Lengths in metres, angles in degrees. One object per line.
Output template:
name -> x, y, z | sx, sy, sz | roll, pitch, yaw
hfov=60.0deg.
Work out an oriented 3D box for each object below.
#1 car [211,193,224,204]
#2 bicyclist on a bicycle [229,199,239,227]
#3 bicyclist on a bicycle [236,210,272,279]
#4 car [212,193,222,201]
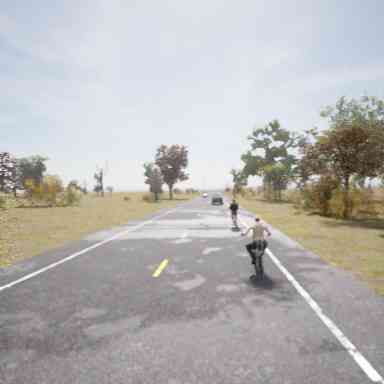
car -> 4.270, 1.280, 56.239 | 1.837, 1.490, 4.892 | -1, 0, 4
bicyclist on a bicycle -> 2.512, 1.271, 19.881 | 0.659, 1.776, 1.843 | -1, 0, 4
bicyclist on a bicycle -> 1.739, 1.379, 8.868 | 0.866, 1.612, 1.509 | -1, 0, 4
car -> 5.400, 1.064, 73.347 | 2.097, 1.767, 4.553 | -1, 0, 4
